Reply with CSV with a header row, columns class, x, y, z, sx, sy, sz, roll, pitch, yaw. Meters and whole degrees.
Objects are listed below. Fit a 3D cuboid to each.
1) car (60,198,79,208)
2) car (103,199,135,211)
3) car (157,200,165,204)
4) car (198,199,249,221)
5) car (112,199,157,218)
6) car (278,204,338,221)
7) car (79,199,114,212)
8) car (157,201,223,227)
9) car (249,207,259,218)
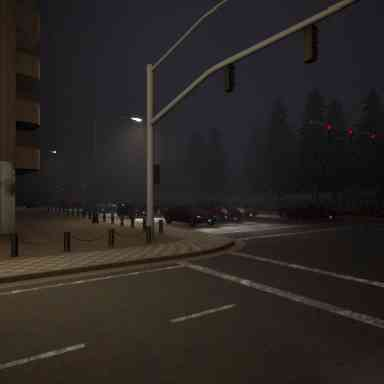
class,x,y,z,sx,sy,sz,roll,pitch,yaw
car,-17.227,1.533,47.149,1.882,1.535,5.008,0,0,-35
car,-9.362,1.603,42.156,2.033,1.411,5.357,0,0,-35
car,-3.316,1.547,33.749,2.128,1.511,4.902,0,0,-36
car,1.919,1.407,26.478,2.097,1.767,4.553,0,0,-36
car,-5.378,1.619,30.617,1.994,1.385,4.181,0,0,-36
car,9.657,1.656,28.054,1.895,1.301,4.718,0,0,-36
car,-11.119,1.656,38.602,1.895,1.301,4.718,0,0,-36
car,-0.262,1.581,23.547,1.812,1.442,4.674,0,0,-37
car,3.752,1.656,30.264,1.895,1.301,4.718,0,0,-36
